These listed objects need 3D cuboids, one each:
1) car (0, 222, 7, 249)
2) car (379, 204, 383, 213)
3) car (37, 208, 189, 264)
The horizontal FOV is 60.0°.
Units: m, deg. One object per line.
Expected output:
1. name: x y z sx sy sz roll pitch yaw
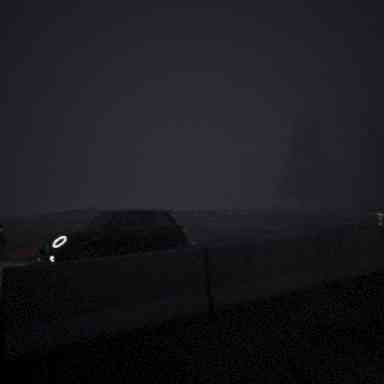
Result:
1. car: -8.675 1.475 10.572 4.892 1.490 1.837 0 0 -35
2. car: 22.061 1.495 35.187 4.674 1.442 1.812 0 0 -21
3. car: -2.421 1.330 10.619 4.553 1.767 2.097 0 0 -33
